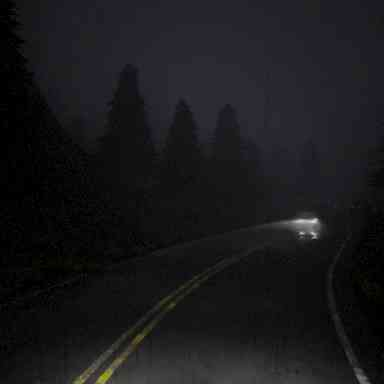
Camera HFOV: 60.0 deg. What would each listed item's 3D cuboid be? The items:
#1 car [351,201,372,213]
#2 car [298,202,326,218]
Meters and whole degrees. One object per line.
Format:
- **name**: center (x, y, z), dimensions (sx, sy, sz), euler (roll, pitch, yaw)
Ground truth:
- **car**: center (20.121, 1.726, 39.395), dimensions (2.033, 1.411, 5.357), euler (-2, -1, 34)
- **car**: center (11.968, 1.754, 33.141), dimensions (2.128, 1.511, 4.902), euler (-2, -1, 33)
